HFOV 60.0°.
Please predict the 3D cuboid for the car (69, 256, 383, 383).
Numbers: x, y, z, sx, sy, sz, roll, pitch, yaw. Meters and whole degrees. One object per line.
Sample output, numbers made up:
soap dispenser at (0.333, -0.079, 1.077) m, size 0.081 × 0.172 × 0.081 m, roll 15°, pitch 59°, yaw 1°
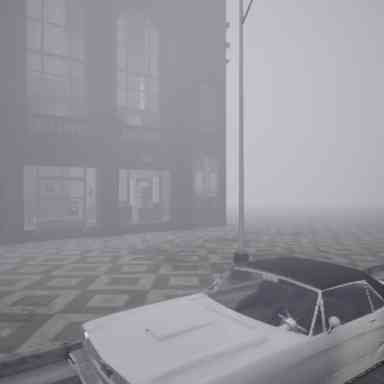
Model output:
car at (1.062, 1.601, 4.130) m, size 4.718 × 1.301 × 1.895 m, roll 0°, pitch 0°, yaw -35°
